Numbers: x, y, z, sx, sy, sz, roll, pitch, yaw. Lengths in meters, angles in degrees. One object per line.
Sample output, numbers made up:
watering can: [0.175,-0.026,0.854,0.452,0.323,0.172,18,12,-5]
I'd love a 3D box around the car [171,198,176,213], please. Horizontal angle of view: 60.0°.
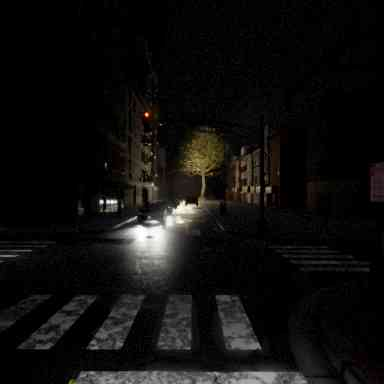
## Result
car: [-2.942,1.582,34.373,1.895,1.301,4.718,0,0,0]

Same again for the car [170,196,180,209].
car: [-2.936,1.542,43.559,1.994,1.385,4.181,0,0,0]

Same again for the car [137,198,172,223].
car: [-2.914,1.479,25.163,2.128,1.511,4.902,0,0,0]

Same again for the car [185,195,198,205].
car: [-0.056,1.329,57.044,2.097,1.767,4.553,0,0,0]
